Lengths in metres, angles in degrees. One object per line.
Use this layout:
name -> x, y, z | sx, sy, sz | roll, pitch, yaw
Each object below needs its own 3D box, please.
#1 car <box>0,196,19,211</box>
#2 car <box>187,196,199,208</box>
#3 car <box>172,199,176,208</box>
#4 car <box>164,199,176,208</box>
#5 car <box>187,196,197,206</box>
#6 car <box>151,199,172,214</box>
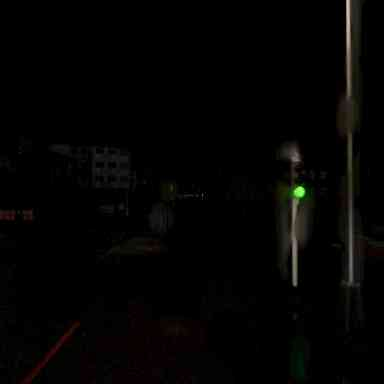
car -> -19.726, 1.329, 33.792 | 1.905, 1.878, 3.866 | 0, -1, 35
car -> 0.158, 1.979, 61.623 | 2.097, 1.767, 4.553 | 0, -1, 0
car -> -4.044, 2.019, 51.840 | 2.128, 1.511, 4.902 | 0, -1, 0
car -> -3.996, 2.109, 62.014 | 1.882, 1.535, 5.008 | 0, -1, 0
car -> 0.071, 1.985, 74.720 | 2.150, 2.045, 5.566 | 0, -1, 0
car -> -4.061, 1.918, 41.877 | 2.128, 1.511, 4.902 | 0, -1, 0
